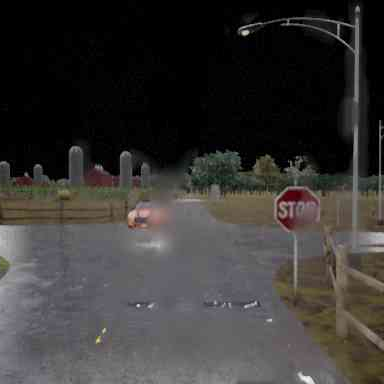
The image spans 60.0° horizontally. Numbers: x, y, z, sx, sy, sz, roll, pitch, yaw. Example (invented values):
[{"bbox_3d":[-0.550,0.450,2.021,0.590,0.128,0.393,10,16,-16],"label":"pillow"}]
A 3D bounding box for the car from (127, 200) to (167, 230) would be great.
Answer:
[{"bbox_3d":[-2.749,1.334,21.322,2.097,1.767,4.553,1,0,0],"label":"car"}]
